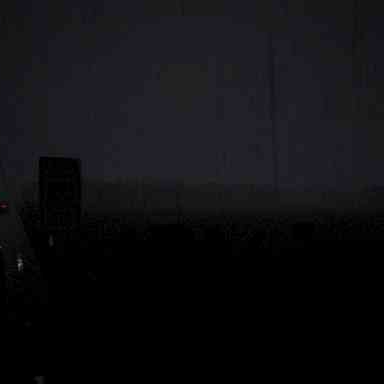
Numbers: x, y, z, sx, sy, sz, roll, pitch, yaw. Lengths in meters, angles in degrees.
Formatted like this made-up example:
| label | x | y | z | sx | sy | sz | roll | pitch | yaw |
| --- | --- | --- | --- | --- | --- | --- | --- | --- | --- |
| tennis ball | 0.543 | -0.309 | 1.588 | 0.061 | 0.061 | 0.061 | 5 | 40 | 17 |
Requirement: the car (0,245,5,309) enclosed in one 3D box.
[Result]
| label | x | y | z | sx | sy | sz | roll | pitch | yaw |
| --- | --- | --- | --- | --- | --- | --- | --- | --- | --- |
| car | -4.732 | 1.567 | 6.377 | 1.994 | 1.385 | 4.181 | 0 | 0 | -29 |

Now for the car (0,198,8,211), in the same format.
| label | x | y | z | sx | sy | sz | roll | pitch | yaw |
| --- | --- | --- | --- | --- | --- | --- | --- | --- | --- |
| car | -24.486 | 1.533 | 42.382 | 1.812 | 1.442 | 4.674 | 0 | 0 | -29 |

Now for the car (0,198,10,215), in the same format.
| label | x | y | z | sx | sy | sz | roll | pitch | yaw |
| --- | --- | --- | --- | --- | --- | --- | --- | --- | --- |
| car | -19.471 | 1.537 | 33.347 | 1.812 | 1.442 | 4.674 | 0 | 0 | -28 |
